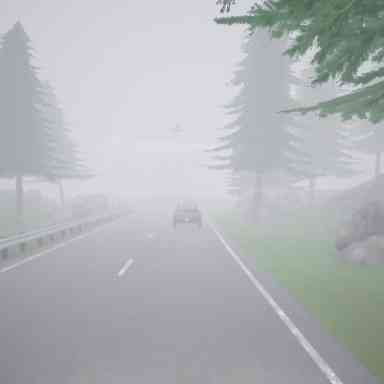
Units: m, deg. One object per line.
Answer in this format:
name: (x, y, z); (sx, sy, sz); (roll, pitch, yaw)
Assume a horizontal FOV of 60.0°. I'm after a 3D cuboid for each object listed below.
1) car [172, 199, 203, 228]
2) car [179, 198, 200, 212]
car: (-0.304, 1.453, 22.109); (2.128, 1.511, 4.902); (0, 0, 0)
car: (-0.233, 1.477, 38.812); (2.033, 1.411, 5.357); (0, 0, 3)
